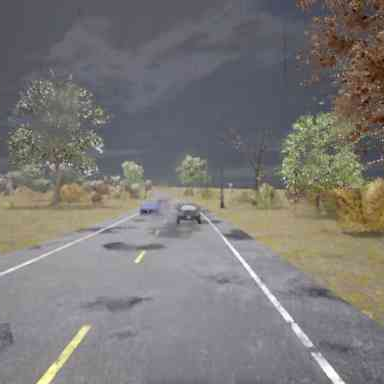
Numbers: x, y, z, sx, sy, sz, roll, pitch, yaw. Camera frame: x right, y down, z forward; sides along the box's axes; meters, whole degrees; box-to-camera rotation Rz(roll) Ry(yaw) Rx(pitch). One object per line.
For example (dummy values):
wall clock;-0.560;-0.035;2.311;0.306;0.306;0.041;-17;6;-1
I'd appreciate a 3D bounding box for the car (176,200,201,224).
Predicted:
car;-0.280;1.623;25.859;1.812;1.442;4.674;0;0;-2

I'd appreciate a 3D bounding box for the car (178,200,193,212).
car;-0.891;1.750;43.116;1.895;1.301;4.718;0;0;-2

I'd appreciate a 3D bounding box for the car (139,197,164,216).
car;-4.229;1.604;34.114;1.882;1.535;5.008;0;0;-2

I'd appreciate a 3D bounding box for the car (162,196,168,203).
car;-6.271;1.699;73.114;1.882;1.535;5.008;0;0;-4
